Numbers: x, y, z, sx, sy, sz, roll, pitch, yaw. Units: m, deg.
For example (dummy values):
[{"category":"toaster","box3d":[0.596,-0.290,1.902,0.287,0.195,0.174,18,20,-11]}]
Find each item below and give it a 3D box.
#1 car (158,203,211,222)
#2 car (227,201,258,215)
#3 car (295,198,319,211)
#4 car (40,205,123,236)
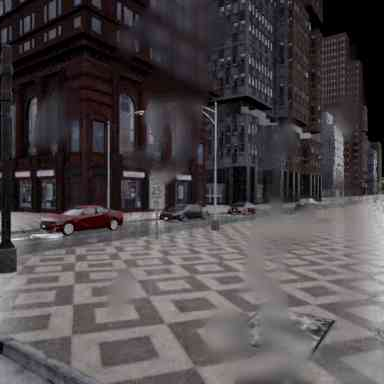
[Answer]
[{"category":"car","box3d":[-0.481,1.663,27.678,2.033,1.411,5.357,0,0,35]},{"category":"car","box3d":[5.529,1.727,36.129,1.994,1.385,4.181,0,0,35]},{"category":"car","box3d":[15.472,1.591,44.606,2.097,1.767,4.553,0,0,35]},{"category":"car","box3d":[-6.307,1.546,19.480,1.882,1.535,5.008,0,0,36]}]
